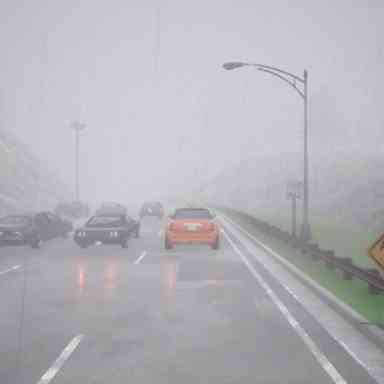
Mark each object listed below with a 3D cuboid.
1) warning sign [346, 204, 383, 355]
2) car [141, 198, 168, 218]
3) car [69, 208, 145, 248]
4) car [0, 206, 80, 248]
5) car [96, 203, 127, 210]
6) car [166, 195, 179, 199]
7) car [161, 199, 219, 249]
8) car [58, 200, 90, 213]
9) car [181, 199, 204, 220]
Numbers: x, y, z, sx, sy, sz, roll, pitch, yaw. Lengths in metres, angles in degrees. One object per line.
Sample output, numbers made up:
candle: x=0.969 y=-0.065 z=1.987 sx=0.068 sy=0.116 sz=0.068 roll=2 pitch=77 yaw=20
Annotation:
warning sign: x=3.050 y=1.114 z=4.654 sx=1.300 sy=1.860 sz=1.060 roll=0 pitch=0 yaw=0
car: x=-3.516 y=1.563 z=29.623 sx=2.033 sy=1.411 sz=5.357 roll=0 pitch=0 yaw=-1
car: x=-3.500 y=1.616 z=14.680 sx=1.895 sy=1.301 sz=4.718 roll=0 pitch=0 yaw=0
car: x=-7.000 y=1.562 z=14.650 sx=2.033 sy=1.411 sz=5.357 roll=0 pitch=0 yaw=0
car: x=-7.016 y=1.616 z=29.598 sx=1.895 sy=1.301 sz=4.718 roll=0 pitch=0 yaw=-1
car: x=-3.976 y=1.350 z=64.966 sx=2.097 sy=1.767 sz=4.553 roll=0 pitch=0 yaw=-16
car: x=0.000 y=1.365 z=14.620 sx=2.097 sy=1.767 sz=4.553 roll=0 pitch=0 yaw=0
car: x=-10.515 y=1.516 z=29.513 sx=1.837 sy=1.490 sz=4.892 roll=0 pitch=0 yaw=-1
car: x=-0.016 y=1.484 z=29.677 sx=1.882 sy=1.535 sz=5.008 roll=0 pitch=0 yaw=-1
